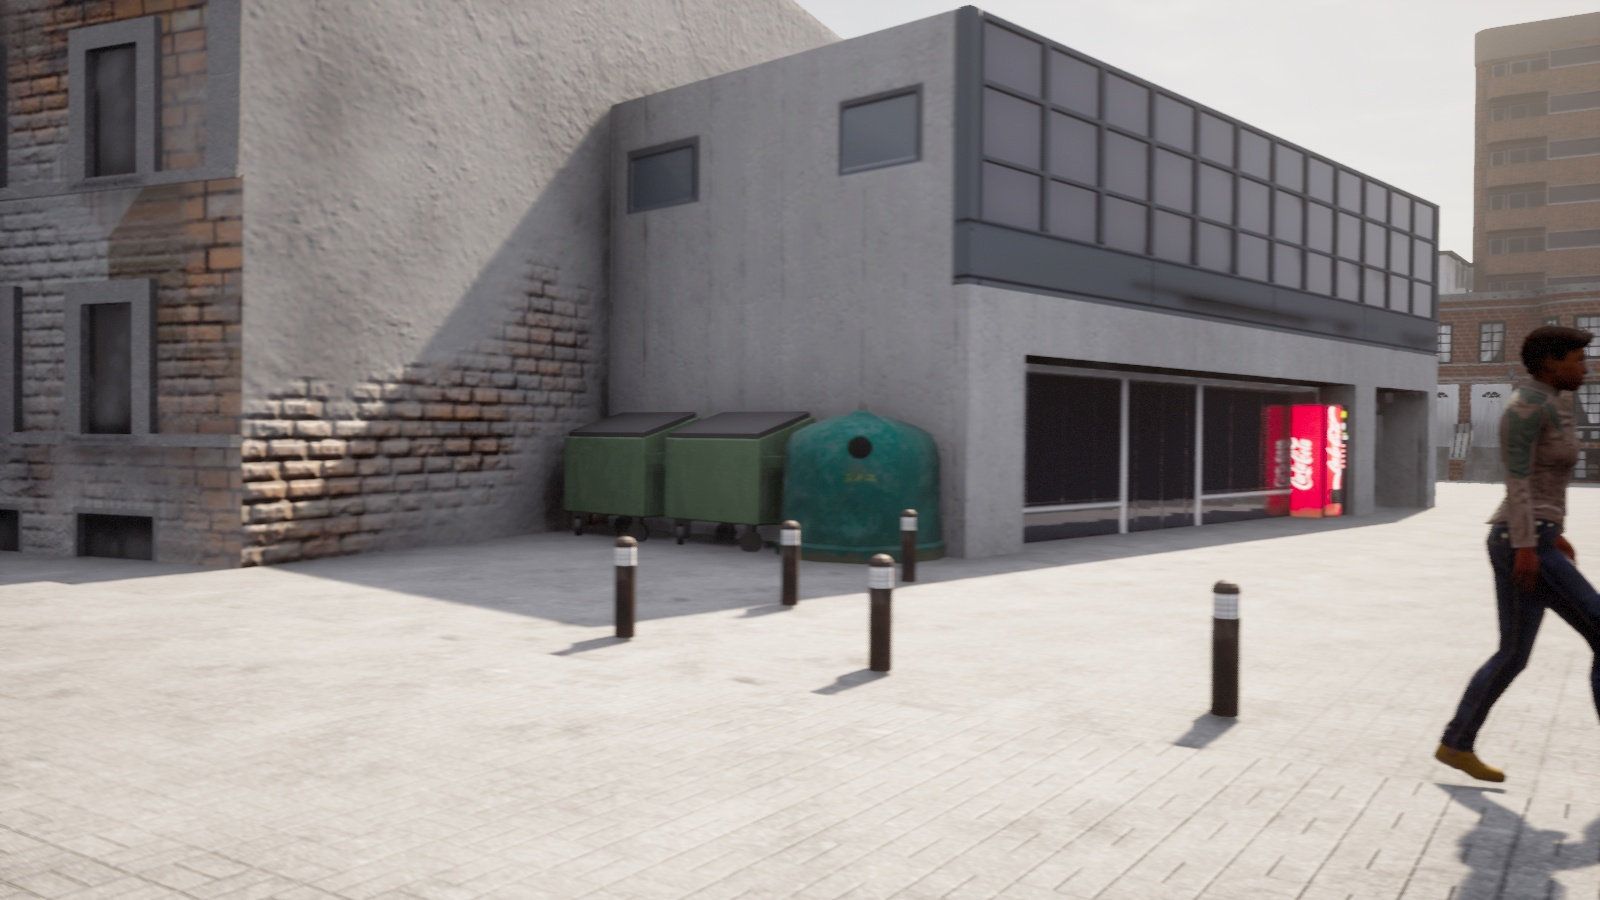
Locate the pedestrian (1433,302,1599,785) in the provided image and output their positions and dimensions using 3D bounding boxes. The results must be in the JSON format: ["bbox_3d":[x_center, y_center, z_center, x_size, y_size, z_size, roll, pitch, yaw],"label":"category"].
[{"bbox_3d":[2.956,0.348,4.885,0.869,1.805,0.328,0,1,29],"label":"pedestrian"}]
